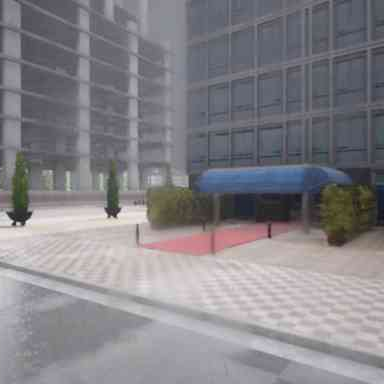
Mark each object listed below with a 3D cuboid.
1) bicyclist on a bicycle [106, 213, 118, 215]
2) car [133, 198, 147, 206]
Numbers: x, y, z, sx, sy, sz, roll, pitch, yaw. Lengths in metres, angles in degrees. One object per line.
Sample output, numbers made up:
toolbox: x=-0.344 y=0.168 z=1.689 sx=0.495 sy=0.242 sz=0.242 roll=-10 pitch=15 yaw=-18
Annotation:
bicyclist on a bicycle: x=-7.273 y=1.340 z=30.265 sx=1.656 sy=1.620 sz=0.582 roll=0 pitch=0 yaw=36
car: x=-7.932 y=1.629 z=55.718 sx=1.994 sy=1.385 sz=4.181 roll=0 pitch=0 yaw=36
